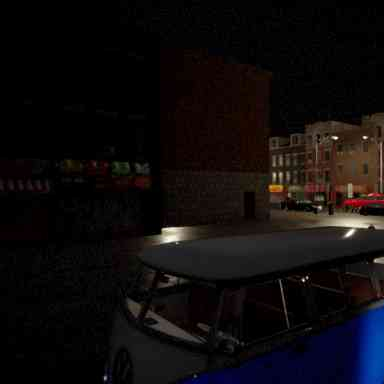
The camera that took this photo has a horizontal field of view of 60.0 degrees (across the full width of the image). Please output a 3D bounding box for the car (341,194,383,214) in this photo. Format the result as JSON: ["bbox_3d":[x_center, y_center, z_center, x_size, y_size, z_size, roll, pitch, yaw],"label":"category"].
[{"bbox_3d":[18.000,1.203,33.427,2.150,2.045,5.566,0,0,-35],"label":"car"}]

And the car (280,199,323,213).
[{"bbox_3d":[12.006,1.488,36.762,2.128,1.511,4.902,0,0,-35],"label":"car"}]

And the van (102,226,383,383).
[{"bbox_3d":[1.074,1.341,3.587,3.998,1.788,1.690,0,0,-36],"label":"van"}]

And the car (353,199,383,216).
[{"bbox_3d":[17.125,1.569,29.575,1.994,1.385,4.181,0,0,-35],"label":"car"}]
